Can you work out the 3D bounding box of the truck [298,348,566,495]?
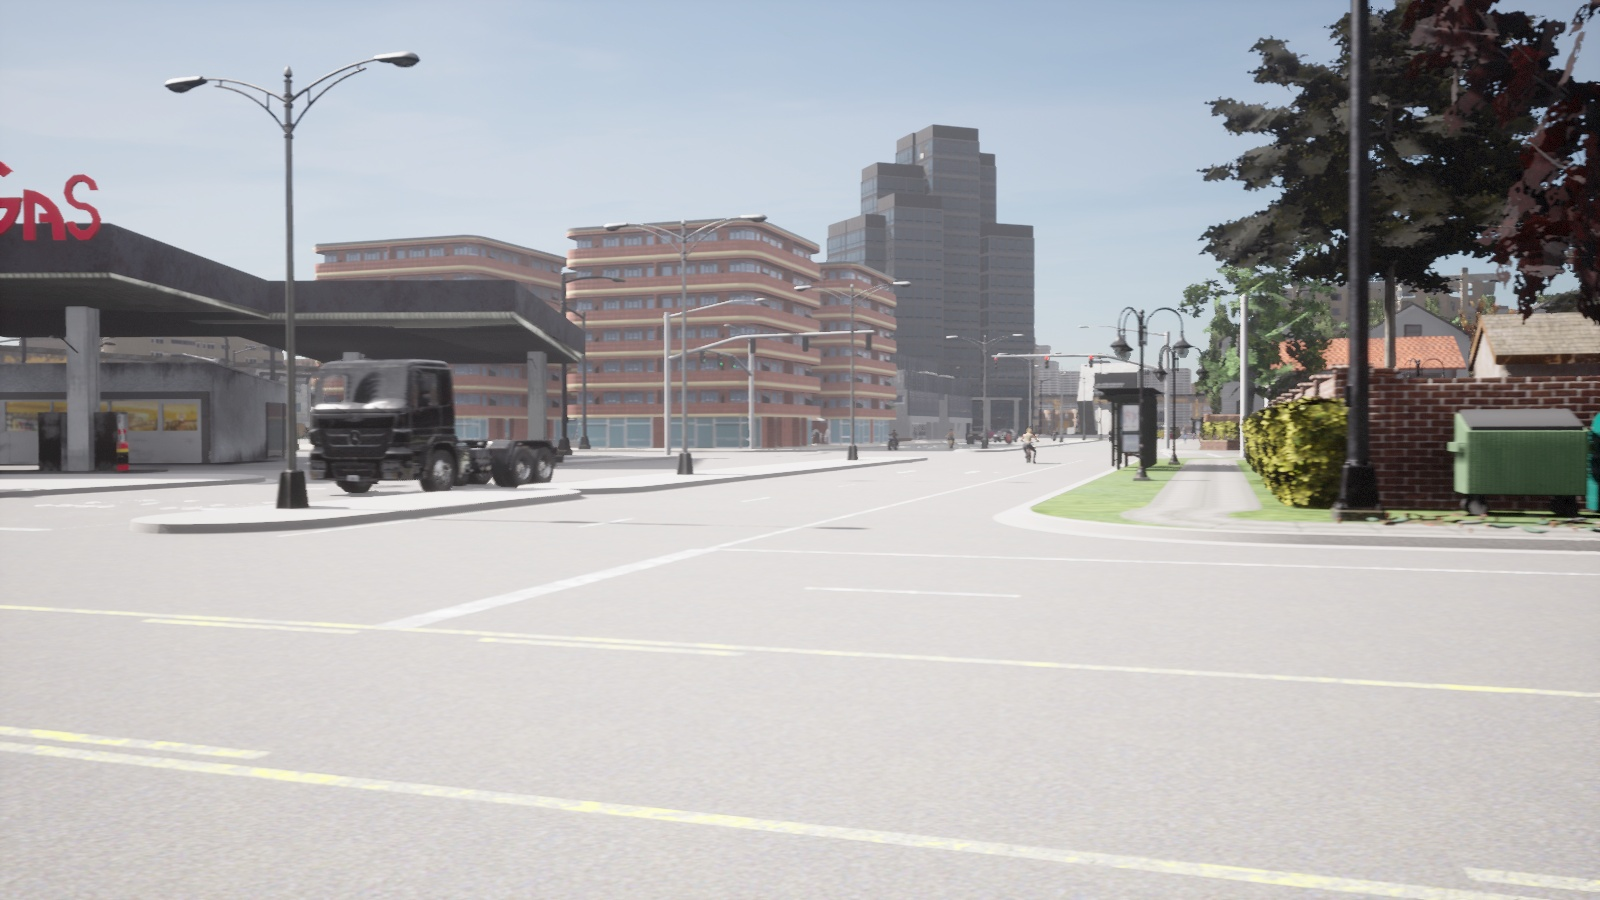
[{"bbox_3d":[-9.532,-0.731,33.724,2.891,3.462,7.936,1,1,18],"label":"truck"}]
